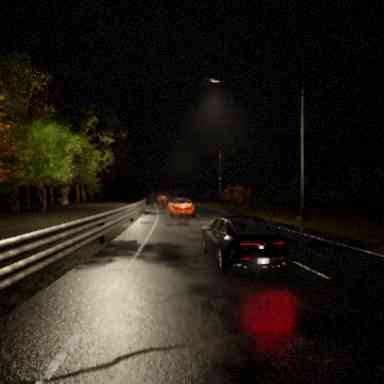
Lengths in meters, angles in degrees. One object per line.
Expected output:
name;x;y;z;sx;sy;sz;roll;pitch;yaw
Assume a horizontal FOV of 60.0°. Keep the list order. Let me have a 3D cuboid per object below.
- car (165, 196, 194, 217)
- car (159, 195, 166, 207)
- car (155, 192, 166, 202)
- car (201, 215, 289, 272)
car;-1.064;1.317;30.602;2.097;1.767;4.553;0;0;-7
car;-3.380;1.531;48.469;1.895;1.301;4.718;0;0;-7
car;-6.137;1.233;69.701;2.097;1.767;4.553;0;0;-7
car;1.502;1.503;10.840;1.837;1.490;4.892;0;0;-7
